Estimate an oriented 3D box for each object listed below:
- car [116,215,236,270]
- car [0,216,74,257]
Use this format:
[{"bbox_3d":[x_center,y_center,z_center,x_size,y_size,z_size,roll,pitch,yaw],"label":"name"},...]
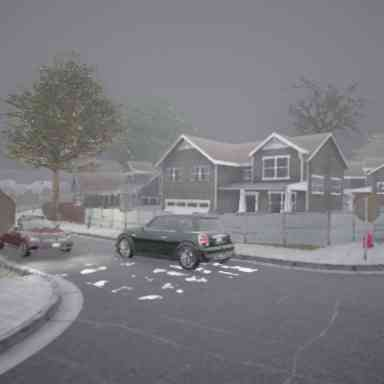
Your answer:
[{"bbox_3d":[-0.730,1.602,12.179,4.553,1.767,2.097,-1,-2,40],"label":"car"},{"bbox_3d":[-6.834,1.774,14.212,4.674,1.442,1.812,-1,-2,44],"label":"car"}]
